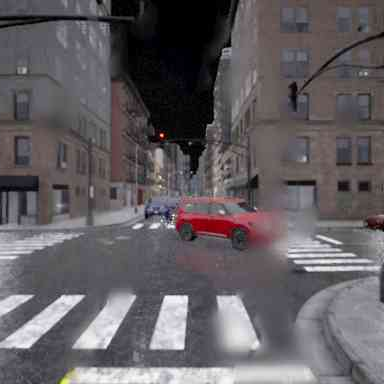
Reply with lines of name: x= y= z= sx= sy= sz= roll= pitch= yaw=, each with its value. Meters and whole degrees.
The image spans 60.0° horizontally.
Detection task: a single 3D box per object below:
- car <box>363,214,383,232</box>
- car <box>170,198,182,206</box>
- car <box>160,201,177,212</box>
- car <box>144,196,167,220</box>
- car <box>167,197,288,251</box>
car: x=12.155 y=1.553 z=18.905 sx=4.507 sy=1.381 sz=1.887 roll=-1 pitch=0 yaw=0
car: x=-2.968 y=1.869 z=62.634 sx=1.994 sy=1.385 sz=4.181 roll=0 pitch=0 yaw=1
car: x=-3.045 y=1.837 z=44.300 sx=1.895 sy=1.301 sz=4.718 roll=0 pitch=0 yaw=0
car: x=-3.075 y=1.400 z=30.911 sx=2.150 sy=2.045 sz=5.566 roll=0 pitch=-1 yaw=-1
car: x=1.518 y=1.303 z=15.040 sx=2.150 sy=2.045 sz=5.566 roll=-1 pitch=0 yaw=-41
